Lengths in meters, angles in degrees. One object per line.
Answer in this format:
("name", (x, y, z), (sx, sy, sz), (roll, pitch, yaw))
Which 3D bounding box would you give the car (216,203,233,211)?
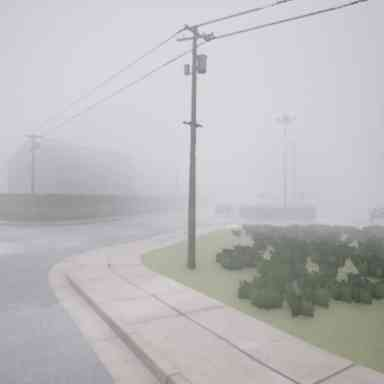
("car", (5.769, 2.599, 58.310), (1.895, 1.301, 4.718), (1, -1, 20))

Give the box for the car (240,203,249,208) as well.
("car", (8.449, 2.559, 55.197), (1.994, 1.385, 4.181), (1, -1, 20))

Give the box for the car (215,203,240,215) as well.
("car", (4.422, 2.252, 43.989), (2.128, 1.511, 4.902), (1, -1, 20))

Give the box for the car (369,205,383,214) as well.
("car", (32.340, 2.921, 56.401), (3.905, 1.438, 1.784), (1, -1, 19))

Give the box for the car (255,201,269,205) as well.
("car", (15.270, 2.927, 74.457), (2.033, 1.411, 5.357), (1, -1, 20))

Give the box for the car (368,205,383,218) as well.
("car", (19.844, 2.384, 35.210), (1.837, 1.490, 4.892), (3, 0, 25))
